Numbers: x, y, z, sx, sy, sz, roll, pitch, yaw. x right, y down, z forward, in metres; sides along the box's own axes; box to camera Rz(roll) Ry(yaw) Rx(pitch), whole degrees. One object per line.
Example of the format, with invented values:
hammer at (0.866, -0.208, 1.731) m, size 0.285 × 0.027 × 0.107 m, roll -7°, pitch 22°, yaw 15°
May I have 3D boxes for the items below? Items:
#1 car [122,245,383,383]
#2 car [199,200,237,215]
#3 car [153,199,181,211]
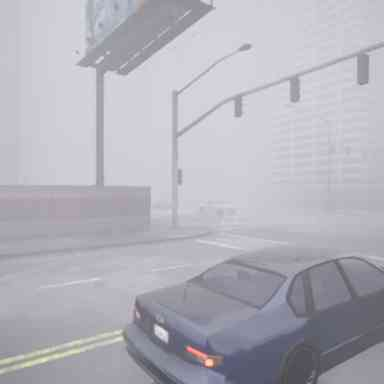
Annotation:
car at (1.716, 1.546, 4.995) m, size 5.357 × 1.411 × 2.033 m, roll 0°, pitch 0°, yaw -36°
car at (2.482, 1.514, 33.588) m, size 1.812 × 1.442 × 4.674 m, roll 0°, pitch 0°, yaw -35°
car at (-3.206, 1.552, 41.666) m, size 1.994 × 1.385 × 4.181 m, roll 0°, pitch 0°, yaw -35°
